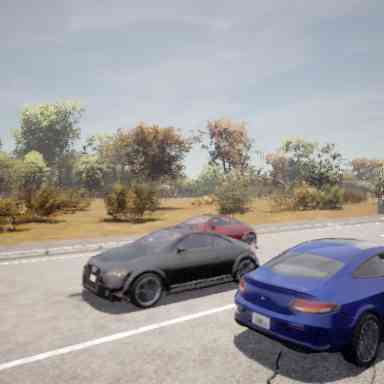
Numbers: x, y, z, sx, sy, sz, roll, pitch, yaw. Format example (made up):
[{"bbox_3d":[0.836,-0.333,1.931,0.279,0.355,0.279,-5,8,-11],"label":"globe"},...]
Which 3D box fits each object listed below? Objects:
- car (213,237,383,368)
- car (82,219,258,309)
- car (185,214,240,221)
[{"bbox_3d":[2.786,1.535,5.732,4.674,1.442,1.812,0,0,-35],"label":"car"},{"bbox_3d":[-0.382,1.572,7.928,4.181,1.385,1.994,0,0,-35],"label":"car"},{"bbox_3d":[0.591,1.578,12.889,4.181,1.385,1.994,0,0,-35],"label":"car"}]
